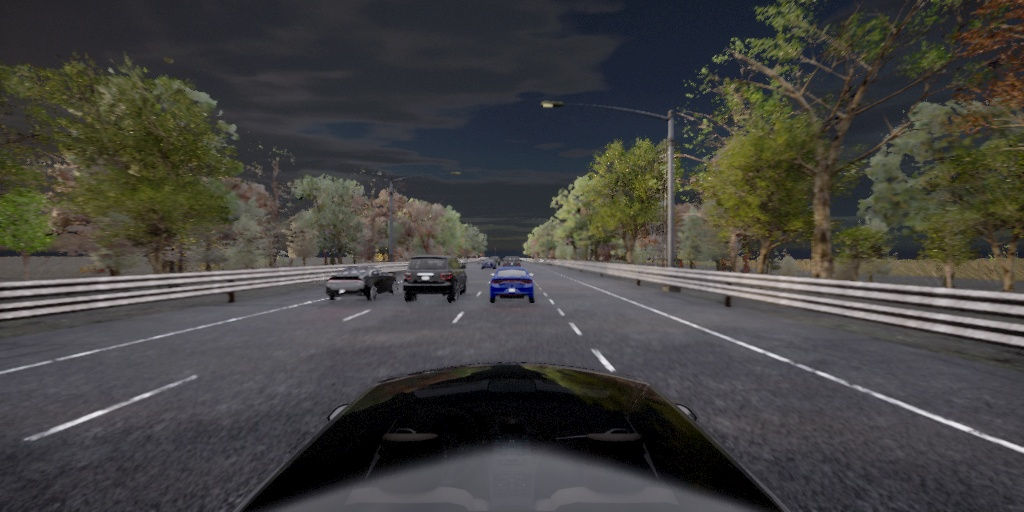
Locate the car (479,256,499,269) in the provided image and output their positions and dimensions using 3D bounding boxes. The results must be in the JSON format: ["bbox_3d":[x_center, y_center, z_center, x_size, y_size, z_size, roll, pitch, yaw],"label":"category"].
[{"bbox_3d":[-3.520,1.159,56.778,2.097,1.767,4.553,0,0,0],"label":"car"}]

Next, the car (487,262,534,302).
[{"bbox_3d":[-0.002,1.242,17.105,1.882,1.535,5.008,0,0,0],"label":"car"}]

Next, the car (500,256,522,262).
[{"bbox_3d":[-0.015,1.013,42.846,2.150,2.045,5.566,0,0,0],"label":"car"}]

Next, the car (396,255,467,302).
[{"bbox_3d":[-3.504,0.986,17.203,2.150,2.045,5.566,0,0,0],"label":"car"}]

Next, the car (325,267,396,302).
[{"bbox_3d":[-7.004,1.255,17.210,2.128,1.511,4.902,0,0,0],"label":"car"}]
